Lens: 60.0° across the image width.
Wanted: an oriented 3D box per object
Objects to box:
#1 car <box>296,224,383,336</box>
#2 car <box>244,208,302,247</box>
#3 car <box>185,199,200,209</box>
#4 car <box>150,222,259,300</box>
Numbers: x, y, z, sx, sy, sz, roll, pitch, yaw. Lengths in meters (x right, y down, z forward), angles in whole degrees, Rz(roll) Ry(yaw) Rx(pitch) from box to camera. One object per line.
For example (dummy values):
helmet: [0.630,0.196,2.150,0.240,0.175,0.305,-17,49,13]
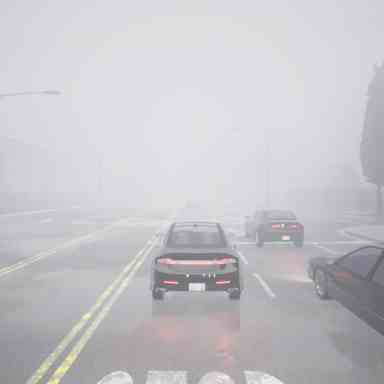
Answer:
car: [3.591,1.547,5.349,2.033,1.411,5.357,0,0,0]
car: [3.575,1.505,15.095,1.837,1.490,4.892,0,0,0]
car: [0.026,1.601,44.136,1.895,1.301,4.718,0,0,0]
car: [0.087,1.492,8.397,2.128,1.511,4.902,0,0,0]
